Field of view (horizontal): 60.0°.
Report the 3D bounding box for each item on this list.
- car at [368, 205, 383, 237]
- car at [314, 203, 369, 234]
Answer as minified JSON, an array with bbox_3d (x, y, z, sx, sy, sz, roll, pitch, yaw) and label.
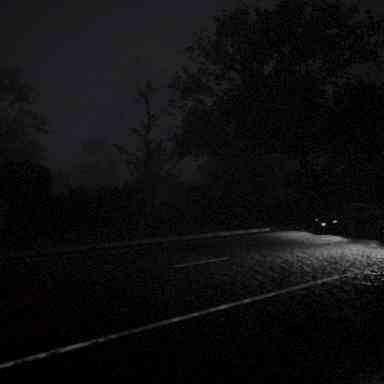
[{"bbox_3d":[10.689,1.392,15.464,4.902,1.511,2.128,0,0,-33],"label":"car"},{"bbox_3d":[8.772,1.403,18.393,4.892,1.490,1.837,0,0,-33],"label":"car"}]
